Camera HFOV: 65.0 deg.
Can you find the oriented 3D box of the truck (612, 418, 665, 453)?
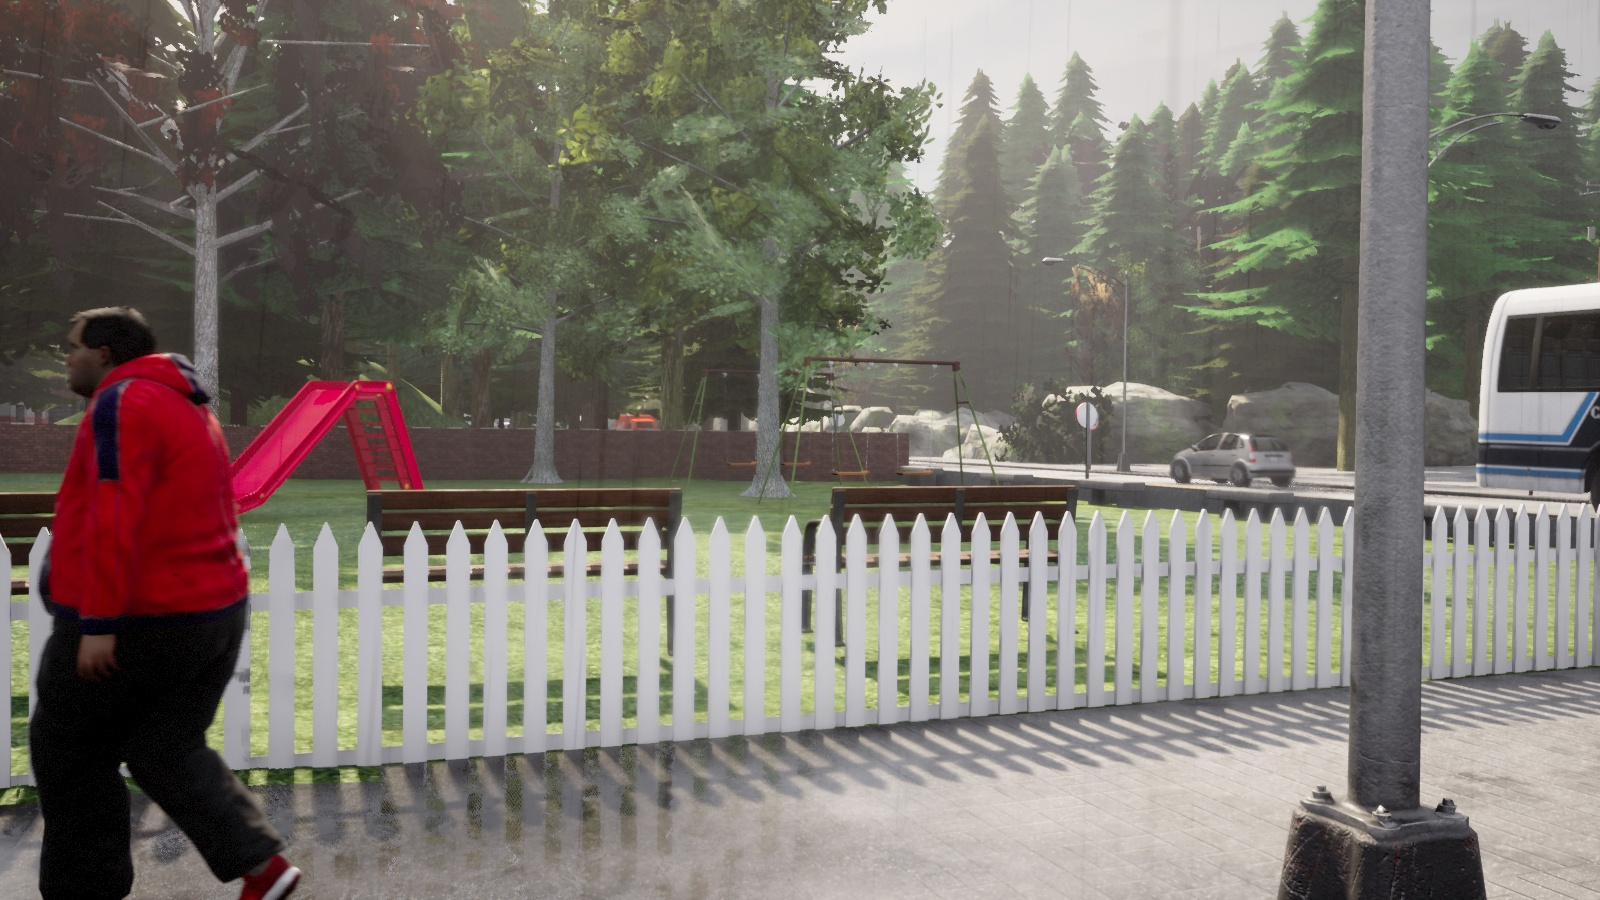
[{"bbox_3d":[-11.818,-1.050,91.611,2.627,2.467,5.204,-1,1,-21],"label":"truck"}]

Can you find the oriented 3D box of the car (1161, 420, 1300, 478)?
[{"bbox_3d":[12.930,-0.061,37.952,1.851,1.617,3.988,-1,1,-21],"label":"car"}]

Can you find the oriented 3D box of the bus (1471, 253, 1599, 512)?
[{"bbox_3d":[15.939,-1.058,18.824,3.944,4.253,10.273,-1,2,-21],"label":"bus"}]

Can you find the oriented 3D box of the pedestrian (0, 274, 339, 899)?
[{"bbox_3d":[-1.863,0.471,3.519,0.899,1.844,0.634,-1,1,-3],"label":"pedestrian"}]
